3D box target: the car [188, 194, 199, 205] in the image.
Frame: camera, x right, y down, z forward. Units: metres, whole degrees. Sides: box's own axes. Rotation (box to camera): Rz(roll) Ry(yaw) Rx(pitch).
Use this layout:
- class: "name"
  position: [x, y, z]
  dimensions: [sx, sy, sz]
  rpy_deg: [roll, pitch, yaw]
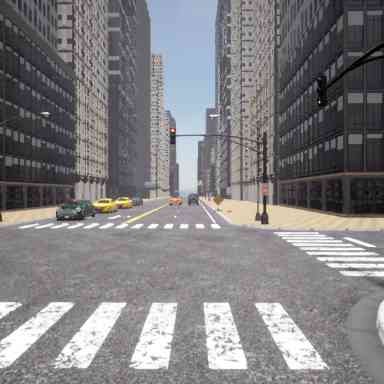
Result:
- class: "car"
  position: [0.272, 1.606, 60.127]
  dimensions: [1.837, 1.490, 4.892]
  rpy_deg: [0, 0, 0]

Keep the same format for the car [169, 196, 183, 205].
- class: "car"
  position: [-2.978, 1.452, 59.916]
  dimensions: [2.097, 1.767, 4.553]
  rpy_deg: [0, 0, 0]

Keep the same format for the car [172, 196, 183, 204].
- class: "car"
  position: [-2.978, 1.633, 70.104]
  dimensions: [2.128, 1.511, 4.902]
  rpy_deg: [0, 0, 0]

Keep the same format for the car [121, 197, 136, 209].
- class: "car"
  position: [-9.712, 1.538, 47.077]
  dimensions: [1.882, 1.535, 5.008]
  rpy_deg: [0, 0, 0]

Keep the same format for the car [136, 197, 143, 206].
- class: "car"
  position: [-9.641, 1.640, 57.725]
  dimensions: [2.033, 1.411, 5.357]
  rpy_deg: [0, 0, 1]

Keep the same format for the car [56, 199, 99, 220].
- class: "car"
  position: [-9.769, 1.374, 28.208]
  dimensions: [2.097, 1.767, 4.553]
  rpy_deg: [0, 0, 0]

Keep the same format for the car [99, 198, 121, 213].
- class: "car"
  position: [-9.745, 1.516, 37.395]
  dimensions: [1.882, 1.535, 5.008]
  rpy_deg: [0, 0, 0]

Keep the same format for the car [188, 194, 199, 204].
- class: "car"
  position: [0.274, 1.361, 70.335]
  dimensions: [2.150, 2.045, 5.566]
  rpy_deg: [0, 0, 0]
